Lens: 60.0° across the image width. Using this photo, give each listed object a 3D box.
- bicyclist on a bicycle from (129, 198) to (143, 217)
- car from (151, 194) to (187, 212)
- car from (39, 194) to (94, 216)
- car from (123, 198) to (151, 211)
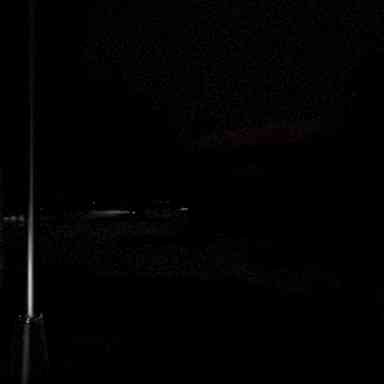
[{"bbox_3d":[-4.843,1.354,28.823,1.656,1.620,0.582,0,1,36],"label":"bicyclist on a bicycle"},{"bbox_3d":[-1.953,1.234,40.080,2.150,2.045,5.566,0,0,36],"label":"car"},{"bbox_3d":[-12.304,1.235,32.843,2.150,2.045,5.566,0,0,35],"label":"car"},{"bbox_3d":[-6.314,1.491,41.196,1.882,1.535,5.008,0,0,35],"label":"car"}]
